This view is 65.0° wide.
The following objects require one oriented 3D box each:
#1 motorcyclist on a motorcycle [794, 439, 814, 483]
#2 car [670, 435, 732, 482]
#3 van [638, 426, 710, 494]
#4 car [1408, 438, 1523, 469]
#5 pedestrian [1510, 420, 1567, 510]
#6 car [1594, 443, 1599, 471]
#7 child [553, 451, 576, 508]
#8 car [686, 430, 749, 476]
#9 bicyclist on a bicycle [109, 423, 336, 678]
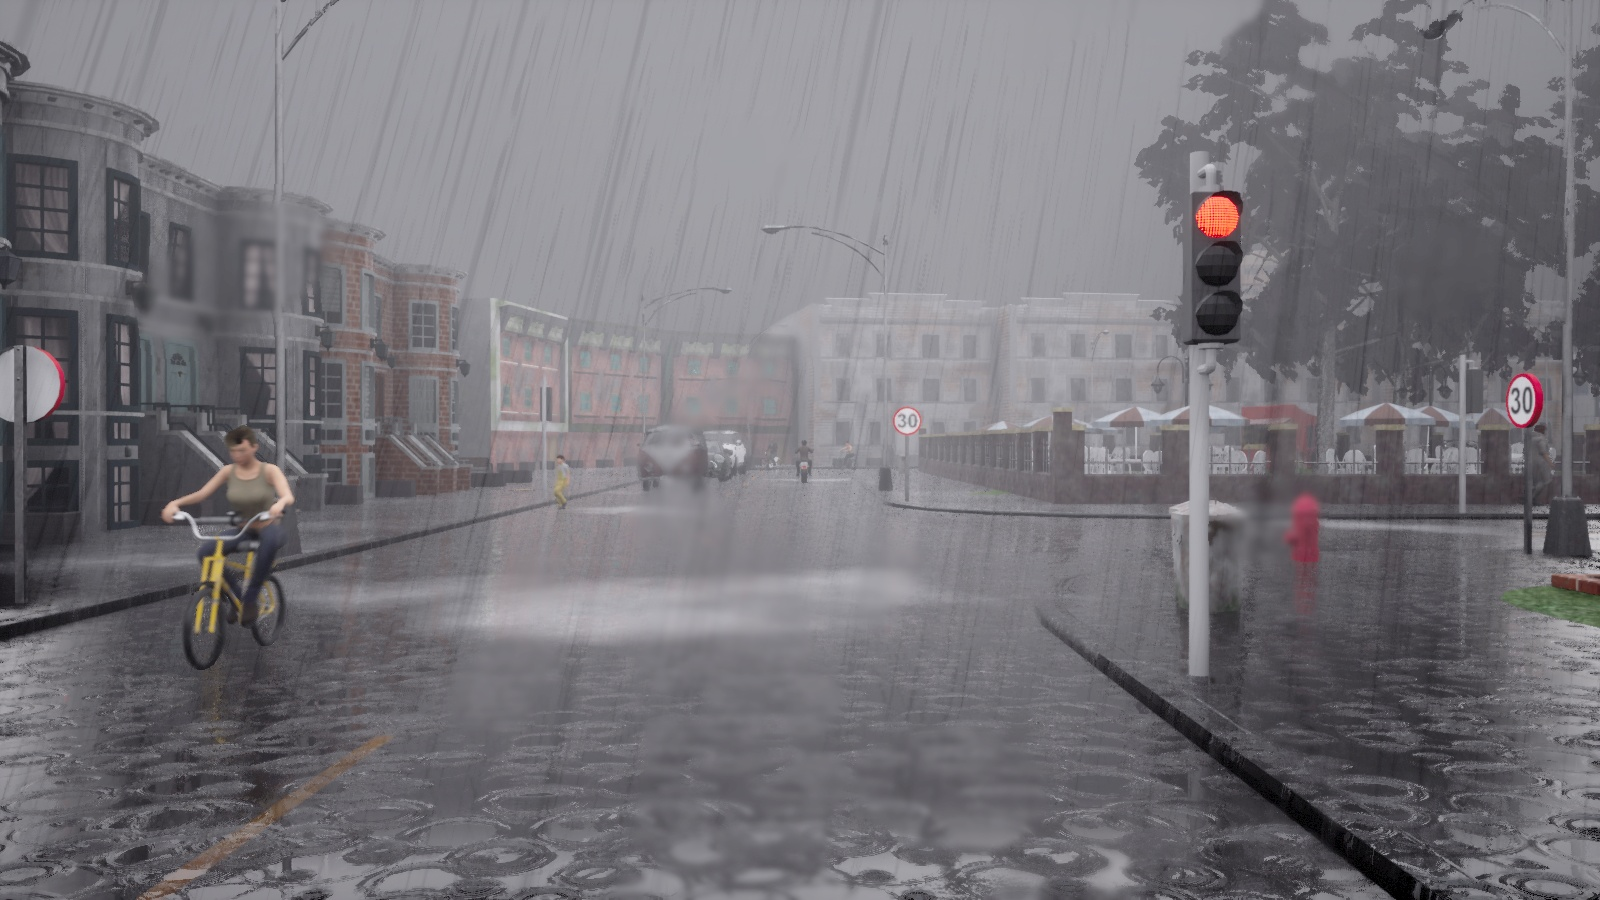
[{"bbox_3d":[0.157,0.425,48.180,0.766,1.649,2.350,0,0,0],"label":"motorcyclist on a motorcycle"},{"bbox_3d":[-3.843,0.322,49.520,2.097,1.767,4.553,0,0,0],"label":"car"},{"bbox_3d":[-3.864,0.277,39.074,1.775,1.987,4.442,0,0,0],"label":"van"},{"bbox_3d":[35.729,0.173,67.509,5.027,1.651,2.152,0,0,0],"label":"car"},{"bbox_3d":[16.203,0.314,27.561,0.873,1.952,0.659,0,0,2],"label":"pedestrian"},{"bbox_3d":[45.081,0.380,67.495,3.705,1.549,1.789,0,0,0],"label":"car"},{"bbox_3d":[-5.274,0.647,28.104,0.437,1.263,0.270,0,0,-38],"label":"child"},{"bbox_3d":[-3.836,0.127,59.416,2.150,2.045,5.566,0,0,5],"label":"car"},{"bbox_3d":[-3.931,0.631,8.695,0.866,1.612,1.509,0,0,0],"label":"bicyclist on a bicycle"}]
